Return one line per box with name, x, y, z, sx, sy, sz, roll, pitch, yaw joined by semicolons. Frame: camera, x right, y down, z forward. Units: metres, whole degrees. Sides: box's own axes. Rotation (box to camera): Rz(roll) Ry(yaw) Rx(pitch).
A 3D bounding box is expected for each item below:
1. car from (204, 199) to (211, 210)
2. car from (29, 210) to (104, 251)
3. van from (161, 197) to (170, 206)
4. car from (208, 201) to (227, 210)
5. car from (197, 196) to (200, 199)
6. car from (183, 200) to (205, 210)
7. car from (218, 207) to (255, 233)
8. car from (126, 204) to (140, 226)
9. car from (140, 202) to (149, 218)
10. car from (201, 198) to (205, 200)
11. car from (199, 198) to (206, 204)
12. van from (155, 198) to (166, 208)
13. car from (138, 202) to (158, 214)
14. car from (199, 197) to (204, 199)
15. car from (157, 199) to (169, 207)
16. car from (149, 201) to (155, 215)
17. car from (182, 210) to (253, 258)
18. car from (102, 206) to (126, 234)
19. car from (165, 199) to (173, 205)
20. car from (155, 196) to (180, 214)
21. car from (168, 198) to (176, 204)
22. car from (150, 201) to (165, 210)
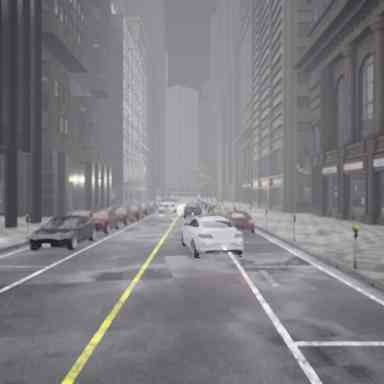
car;2.852;2.022;43.254;2.008;1.369;4.403;-1;-1;0
car;-5.675;1.737;15.127;1.947;1.339;4.313;-1;-1;0
van;-5.672;2.093;71.374;1.690;1.788;3.998;-1;-1;0
car;2.851;1.881;32.176;1.752;1.417;4.829;-1;-1;0
car;2.855;2.245;77.000;1.967;1.590;4.097;-1;-1;0
car;0.097;1.890;34.696;1.837;1.490;4.892;0;0;0
car;2.851;1.815;20.757;1.802;1.307;4.206;-1;-1;0
car;-5.675;1.839;26.377;1.887;1.381;4.507;-1;-1;0
car;-5.674;1.899;32.001;1.887;1.381;4.507;-1;-1;0
car;2.853;2.130;54.502;1.887;1.381;4.507;-1;-1;0
car;2.858;2.526;93.872;1.947;1.339;4.313;-1;-1;0
van;-5.673;1.983;60.124;1.690;1.788;3.998;-1;-1;0
car;-5.673;2.023;43.249;2.008;1.369;4.403;-1;-1;0
car;2.855;2.296;71.375;1.887;1.381;4.507;-1;-1;0
car;-5.672;2.138;65.749;1.967;1.590;4.097;-1;-1;0
car;-5.674;1.958;37.625;1.887;1.381;4.507;-1;-1;0
car;0.717;1.679;13.503;1.812;1.442;4.674;0;-1;-10
car;-5.675;1.778;20.752;1.887;1.381;4.507;-1;-1;0
car;-5.668;2.440;82.620;1.802;1.307;4.206;-1;-1;0
car;-3.084;1.692;43.220;2.150;2.045;5.566;0;-1;0
car;-5.668;2.526;93.870;1.947;1.339;4.313;-1;-1;0
car;-5.672;2.137;54.498;2.008;1.369;4.403;-1;-1;0
